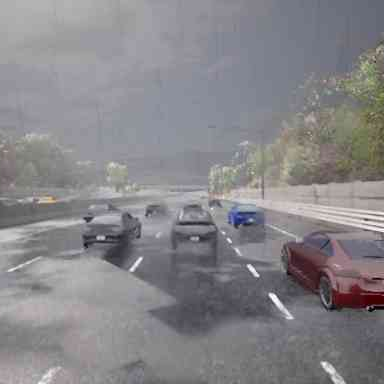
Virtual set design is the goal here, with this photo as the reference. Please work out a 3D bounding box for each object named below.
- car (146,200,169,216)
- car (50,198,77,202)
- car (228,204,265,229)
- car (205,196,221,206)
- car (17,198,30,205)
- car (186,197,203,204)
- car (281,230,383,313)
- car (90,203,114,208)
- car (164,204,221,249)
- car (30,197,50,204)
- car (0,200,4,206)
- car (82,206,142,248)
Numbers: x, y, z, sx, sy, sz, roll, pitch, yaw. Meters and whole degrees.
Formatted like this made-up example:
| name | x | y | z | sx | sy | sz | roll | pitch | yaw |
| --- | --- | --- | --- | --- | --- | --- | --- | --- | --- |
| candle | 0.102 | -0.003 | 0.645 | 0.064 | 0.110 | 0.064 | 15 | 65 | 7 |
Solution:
| name | x | y | z | sx | sy | sz | roll | pitch | yaw |
| --- | --- | --- | --- | --- | --- | --- | --- | --- | --- |
| car | -3.391 | 1.567 | 32.763 | 1.837 | 1.490 | 4.892 | 0 | 0 | 0 |
| car | -17.573 | 1.569 | 46.543 | 1.882 | 1.535 | 5.008 | 0 | 0 | 0 |
| car | 3.505 | 1.519 | 22.100 | 1.882 | 1.535 | 5.008 | 0 | 0 | 0 |
| car | 3.510 | 1.609 | 52.744 | 1.837 | 1.490 | 4.892 | 0 | 0 | 0 |
| car | -24.554 | 1.649 | 50.867 | 2.033 | 1.411 | 5.357 | 0 | 0 | 1 |
| car | 0.108 | 1.567 | 32.760 | 1.837 | 1.490 | 4.892 | 0 | 0 | 0 |
| car | 3.502 | 1.576 | 7.792 | 1.994 | 1.385 | 4.181 | 0 | 0 | 0 |
| car | -6.896 | 1.595 | 25.909 | 2.033 | 1.411 | 5.357 | 0 | 0 | 0 |
| car | 0.104 | 1.518 | 14.767 | 2.128 | 1.511 | 4.902 | 0 | 0 | 0 |
| car | -21.067 | 1.573 | 48.309 | 1.882 | 1.535 | 5.008 | 0 | 0 | 0 |
| car | -28.066 | 1.568 | 46.043 | 1.882 | 1.535 | 5.008 | 0 | 0 | 0 |
| car | -3.410 | 1.552 | 14.713 | 1.812 | 1.442 | 4.674 | 0 | 0 | 0 |
